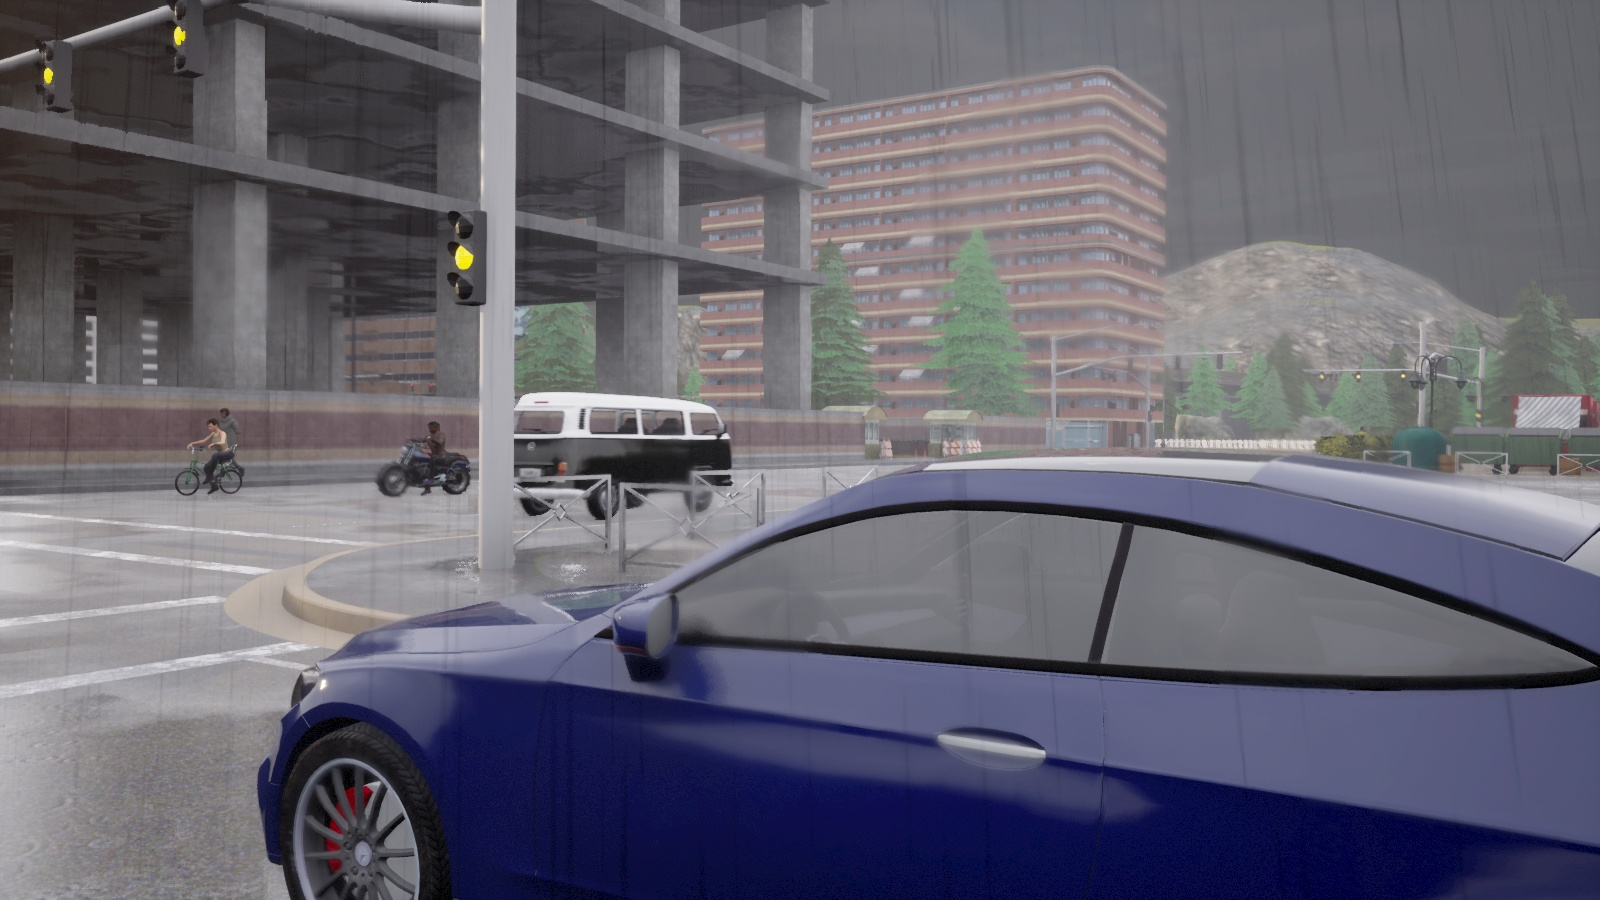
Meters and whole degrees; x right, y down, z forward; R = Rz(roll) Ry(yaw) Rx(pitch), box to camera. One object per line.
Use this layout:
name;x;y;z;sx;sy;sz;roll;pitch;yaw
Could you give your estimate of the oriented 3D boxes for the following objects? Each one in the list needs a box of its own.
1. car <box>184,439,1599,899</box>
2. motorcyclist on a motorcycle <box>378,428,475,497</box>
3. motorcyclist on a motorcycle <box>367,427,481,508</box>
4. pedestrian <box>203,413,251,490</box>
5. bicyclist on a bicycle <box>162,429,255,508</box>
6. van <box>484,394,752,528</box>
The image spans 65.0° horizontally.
car;0.620;0.708;3.212;4.674;1.442;1.812;0;1;34
motorcyclist on a motorcycle;-9.238;0.284;31.136;0.766;1.649;2.350;0;1;33
motorcyclist on a motorcycle;-7.963;0.334;26.710;0.766;1.649;2.350;0;1;33
pedestrian;-14.668;0.030;32.139;0.659;1.952;0.873;0;1;35
bicyclist on a bicycle;-12.388;0.365;26.348;0.866;1.612;1.509;0;1;34
van;-2.984;0.132;21.544;2.069;2.038;4.480;0;1;33
